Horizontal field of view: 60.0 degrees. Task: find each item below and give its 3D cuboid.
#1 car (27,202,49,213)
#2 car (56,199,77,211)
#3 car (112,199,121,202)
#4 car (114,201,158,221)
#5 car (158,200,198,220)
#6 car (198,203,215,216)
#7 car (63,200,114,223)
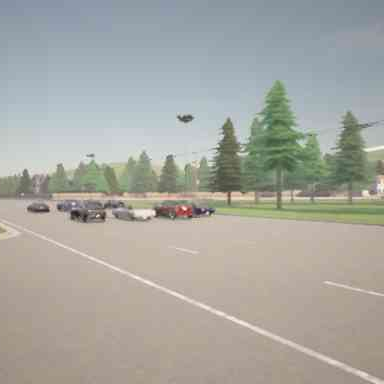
[{"bbox_3d":[-19.594,1.896,42.321,1.994,1.385,4.181,0,0,-37],"label":"car"},{"bbox_3d":[-16.286,1.662,43.733,2.097,1.767,4.553,0,0,-37],"label":"car"},{"bbox_3d":[-11.552,1.817,49.079,1.812,1.442,4.674,0,0,-37],"label":"car"},{"bbox_3d":[-5.151,1.757,28.707,1.895,1.301,4.718,0,0,-37],"label":"car"},{"bbox_3d":[-1.884,1.485,30.174,2.097,1.767,4.553,0,0,-37],"label":"car"},{"bbox_3d":[0.154,1.730,33.305,1.895,1.301,4.718,0,0,-37],"label":"car"},{"bbox_3d":[-8.721,1.674,27.646,2.128,1.511,4.902,0,0,-37],"label":"car"}]
